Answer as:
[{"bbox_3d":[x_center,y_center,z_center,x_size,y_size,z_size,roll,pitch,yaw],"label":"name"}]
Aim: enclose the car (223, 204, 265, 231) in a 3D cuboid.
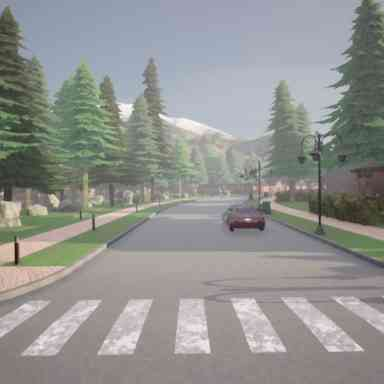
[{"bbox_3d":[2.930,1.405,19.539,1.994,1.385,4.181,-1,1,0],"label":"car"}]
